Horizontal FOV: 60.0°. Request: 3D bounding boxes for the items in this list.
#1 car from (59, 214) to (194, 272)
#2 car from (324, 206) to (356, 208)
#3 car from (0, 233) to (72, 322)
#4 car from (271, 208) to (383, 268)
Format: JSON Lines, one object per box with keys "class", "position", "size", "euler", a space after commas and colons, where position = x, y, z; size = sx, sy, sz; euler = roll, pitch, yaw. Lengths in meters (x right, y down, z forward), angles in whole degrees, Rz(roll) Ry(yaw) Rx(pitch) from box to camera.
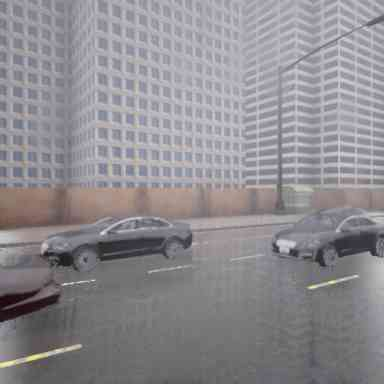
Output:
{"class": "car", "position": [-2.239, 1.492, 10.872], "size": [4.902, 1.511, 2.128], "euler": [0, 0, -34]}
{"class": "car", "position": [7.582, 1.506, 17.421], "size": [4.892, 1.490, 1.837], "euler": [1, 0, -34]}
{"class": "car", "position": [-4.840, 1.548, 4.912], "size": [5.357, 1.411, 2.033], "euler": [0, 0, -34]}
{"class": "car", "position": [4.824, 1.491, 11.378], "size": [4.902, 1.511, 2.128], "euler": [0, 0, -34]}
